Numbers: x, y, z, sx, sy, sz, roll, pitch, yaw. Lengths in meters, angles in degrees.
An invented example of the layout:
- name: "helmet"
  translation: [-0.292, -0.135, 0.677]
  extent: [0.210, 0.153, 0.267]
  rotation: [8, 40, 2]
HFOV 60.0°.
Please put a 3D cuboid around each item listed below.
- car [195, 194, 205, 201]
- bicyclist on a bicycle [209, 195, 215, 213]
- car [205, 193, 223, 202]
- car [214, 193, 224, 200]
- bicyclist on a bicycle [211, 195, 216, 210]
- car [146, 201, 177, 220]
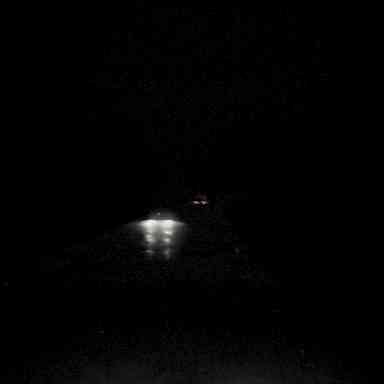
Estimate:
- name: "car"
  translation: [1.771, 1.110, 67.596]
  extent: [1.882, 1.535, 5.008]
  rotation: [0, 0, 8]
- name: "bicyclist on a bicycle"
  translation: [1.831, 1.263, 29.929]
  extent: [0.582, 1.620, 1.656]
  rotation: [0, 0, 4]
- name: "car"
  translation: [4.186, 1.199, 62.992]
  extent: [2.033, 1.411, 5.357]
  rotation: [0, 0, 7]
- name: "car"
  translation: [6.203, 1.079, 76.952]
  extent: [1.882, 1.535, 5.008]
  rotation: [0, 0, 9]
- name: "bicyclist on a bicycle"
  translation: [2.476, 1.208, 38.865]
  extent: [0.582, 1.620, 1.656]
  rotation: [0, 0, 5]
- name: "car"
  translation: [-2.305, 1.395, 26.179]
  extent: [1.994, 1.385, 4.181]
  rotation: [0, 0, 3]
